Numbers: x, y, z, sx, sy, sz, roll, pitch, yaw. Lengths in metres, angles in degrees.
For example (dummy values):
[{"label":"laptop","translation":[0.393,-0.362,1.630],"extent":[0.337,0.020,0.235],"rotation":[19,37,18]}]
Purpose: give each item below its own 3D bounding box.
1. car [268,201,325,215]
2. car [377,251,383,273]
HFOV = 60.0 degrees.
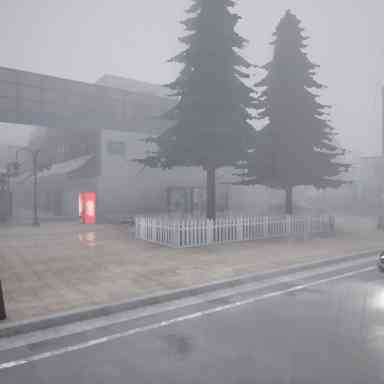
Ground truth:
[{"label":"car","translation":[9.582,1.532,30.796],"extent":[2.033,1.411,5.357],"rotation":[0,0,-34]},{"label":"car","translation":[7.282,1.547,9.221],"extent":[5.357,1.411,2.033],"rotation":[0,0,-36]}]
